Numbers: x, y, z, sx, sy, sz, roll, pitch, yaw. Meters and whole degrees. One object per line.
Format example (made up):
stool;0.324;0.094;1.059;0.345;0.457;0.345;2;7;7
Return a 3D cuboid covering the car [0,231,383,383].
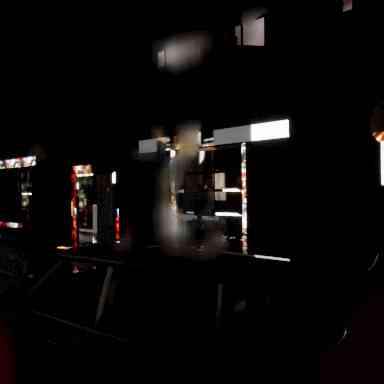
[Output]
car;-0.340;1.316;3.131;5.009;1.841;2.192;0;-1;35
